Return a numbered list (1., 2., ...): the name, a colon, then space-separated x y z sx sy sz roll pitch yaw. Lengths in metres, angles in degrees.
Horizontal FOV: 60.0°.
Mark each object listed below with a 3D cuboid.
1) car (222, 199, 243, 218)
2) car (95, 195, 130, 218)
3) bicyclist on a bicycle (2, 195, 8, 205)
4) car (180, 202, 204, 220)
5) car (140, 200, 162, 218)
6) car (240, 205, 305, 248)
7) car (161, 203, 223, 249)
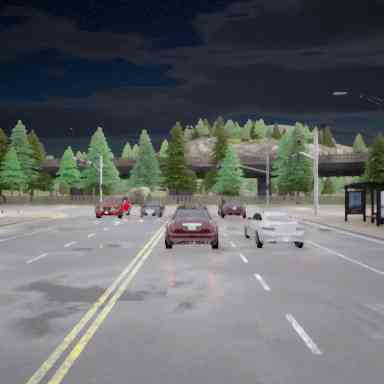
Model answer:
1. car: 3.501 1.364 29.620 2.097 1.767 4.553 0 0 0
2. car: -7.001 1.325 30.032 2.150 2.045 5.566 0 0 0
3. bicyclist on a bicycle: -29.457 1.243 52.322 0.582 1.620 1.656 0 0 1
4. car: 0.000 1.614 29.680 1.895 1.301 4.718 0 0 0
5. car: -3.500 1.517 30.061 2.128 1.511 4.902 0 0 0
6. car: 3.500 1.532 14.650 1.812 1.442 4.674 0 0 0
7. car: 0.000 1.365 14.620 2.097 1.767 4.553 0 0 0
